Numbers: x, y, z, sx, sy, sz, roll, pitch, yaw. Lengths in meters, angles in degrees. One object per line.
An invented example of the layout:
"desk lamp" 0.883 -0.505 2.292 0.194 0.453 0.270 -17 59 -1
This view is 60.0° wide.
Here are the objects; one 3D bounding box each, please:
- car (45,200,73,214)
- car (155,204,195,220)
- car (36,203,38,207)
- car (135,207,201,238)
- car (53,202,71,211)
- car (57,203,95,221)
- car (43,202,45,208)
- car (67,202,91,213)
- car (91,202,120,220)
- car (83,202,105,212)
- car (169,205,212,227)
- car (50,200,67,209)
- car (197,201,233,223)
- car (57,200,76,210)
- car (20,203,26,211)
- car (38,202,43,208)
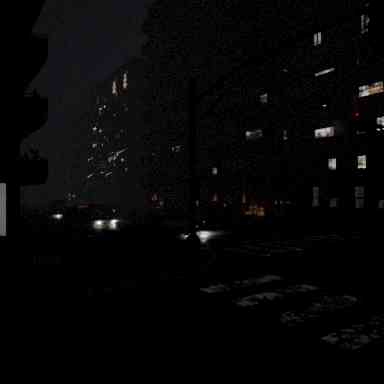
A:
"car" -19.431 2.136 48.900 2.150 2.045 5.566 0 -1 -36
"car" -1.802 2.045 34.223 1.887 1.381 4.507 -1 0 -36
"car" -38.376 3.167 84.655 1.947 1.339 4.313 -1 0 -36
"car" -1.773 1.832 19.966 1.752 1.417 4.829 -1 0 -36
"car" -23.196 2.599 59.386 1.837 1.490 4.892 0 -1 -36
"car" -11.848 2.163 33.857 1.887 1.381 4.507 -1 0 -36
"car" -31.729 2.972 75.483 1.947 1.339 4.313 -1 0 -36
"car" -17.665 2.418 51.760 2.128 1.511 4.902 0 -1 -36
"car" -9.826 1.967 35.515 2.097 1.767 4.553 0 -1 -36
"car" -16.326 2.432 55.091 1.882 1.535 5.008 0 -1 -36
"car" -1.219 1.898 23.642 2.033 1.411 5.357 0 -1 -36
"car" -28.411 2.622 70.900 2.192 1.841 5.009 -1 0 -36
"car" 1.517 1.713 29.640 2.192 1.841 5.009 -1 0 -36
"car" -25.085 2.523 66.314 2.192 1.841 5.009 -1 0 -36
"car" -31.801 2.769 61.365 1.887 1.381 4.507 -1 0 -36
"car" -35.055 3.049 80.068 1.887 1.381 4.507 -1 0 -36
